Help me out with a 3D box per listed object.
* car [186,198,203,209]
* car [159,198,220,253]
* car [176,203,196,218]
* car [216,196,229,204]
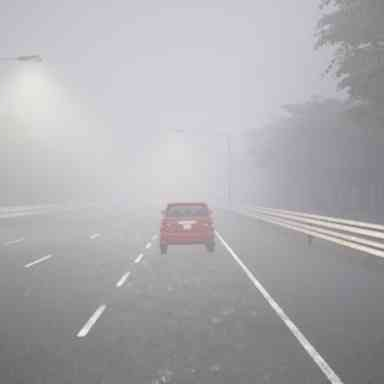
[{"bbox_3d":[0.505,1.940,56.311,2.097,1.767,4.553,-1,-1,9],"label":"car"},{"bbox_3d":[-0.225,1.381,14.762,2.150,2.045,5.566,-1,-1,-1],"label":"car"},{"bbox_3d":[-0.610,1.939,36.408,2.033,1.411,5.357,-1,-1,-1],"label":"car"},{"bbox_3d":[7.192,1.971,78.421,2.150,2.045,5.566,-1,-1,27],"label":"car"}]
